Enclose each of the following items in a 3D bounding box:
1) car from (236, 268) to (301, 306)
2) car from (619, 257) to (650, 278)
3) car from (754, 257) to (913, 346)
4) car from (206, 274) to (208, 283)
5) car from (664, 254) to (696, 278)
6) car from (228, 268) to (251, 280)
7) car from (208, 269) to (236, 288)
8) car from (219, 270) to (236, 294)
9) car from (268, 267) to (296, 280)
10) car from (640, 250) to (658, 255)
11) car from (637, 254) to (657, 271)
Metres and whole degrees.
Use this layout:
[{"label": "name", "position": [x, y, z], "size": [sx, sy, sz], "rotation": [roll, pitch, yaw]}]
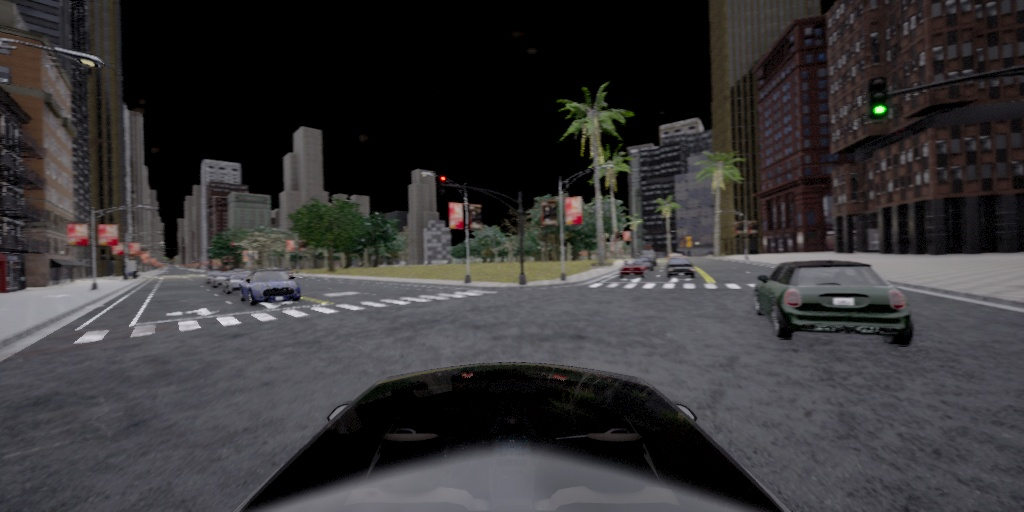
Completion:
[{"label": "car", "position": [-12.819, 1.521, 18.971], "size": [2.097, 1.767, 4.553], "rotation": [-2, 0, -44]}, {"label": "car", "position": [9.576, 0.979, 28.265], "size": [1.895, 1.301, 4.718], "rotation": [-2, 0, 22]}, {"label": "car", "position": [7.487, 0.876, 8.921], "size": [2.097, 1.767, 4.553], "rotation": [-2, 0, 28]}, {"label": "car", "position": [-33.881, 2.408, 41.151], "size": [2.033, 1.411, 5.357], "rotation": [-2, 0, -43]}, {"label": "car", "position": [12.556, 0.828, 27.032], "size": [2.033, 1.411, 5.357], "rotation": [-2, 0, 21]}, {"label": "car", "position": [-38.978, 2.535, 51.228], "size": [2.128, 1.511, 4.902], "rotation": [-2, 0, -44]}, {"label": "car", "position": [-26.583, 2.184, 33.403], "size": [1.994, 1.385, 4.181], "rotation": [-2, 0, -44]}, {"label": "car", "position": [-19.678, 1.957, 26.164], "size": [1.994, 1.385, 4.181], "rotation": [-2, 0, -44]}, {"label": "car", "position": [-29.988, 2.252, 46.659], "size": [2.128, 1.511, 4.902], "rotation": [-2, 0, -44]}, {"label": "car", "position": [17.424, 0.261, 46.062], "size": [2.150, 2.045, 5.566], "rotation": [-2, 0, 23]}, {"label": "car", "position": [13.226, 0.787, 36.276], "size": [1.994, 1.385, 4.181], "rotation": [-2, 0, 25]}]
